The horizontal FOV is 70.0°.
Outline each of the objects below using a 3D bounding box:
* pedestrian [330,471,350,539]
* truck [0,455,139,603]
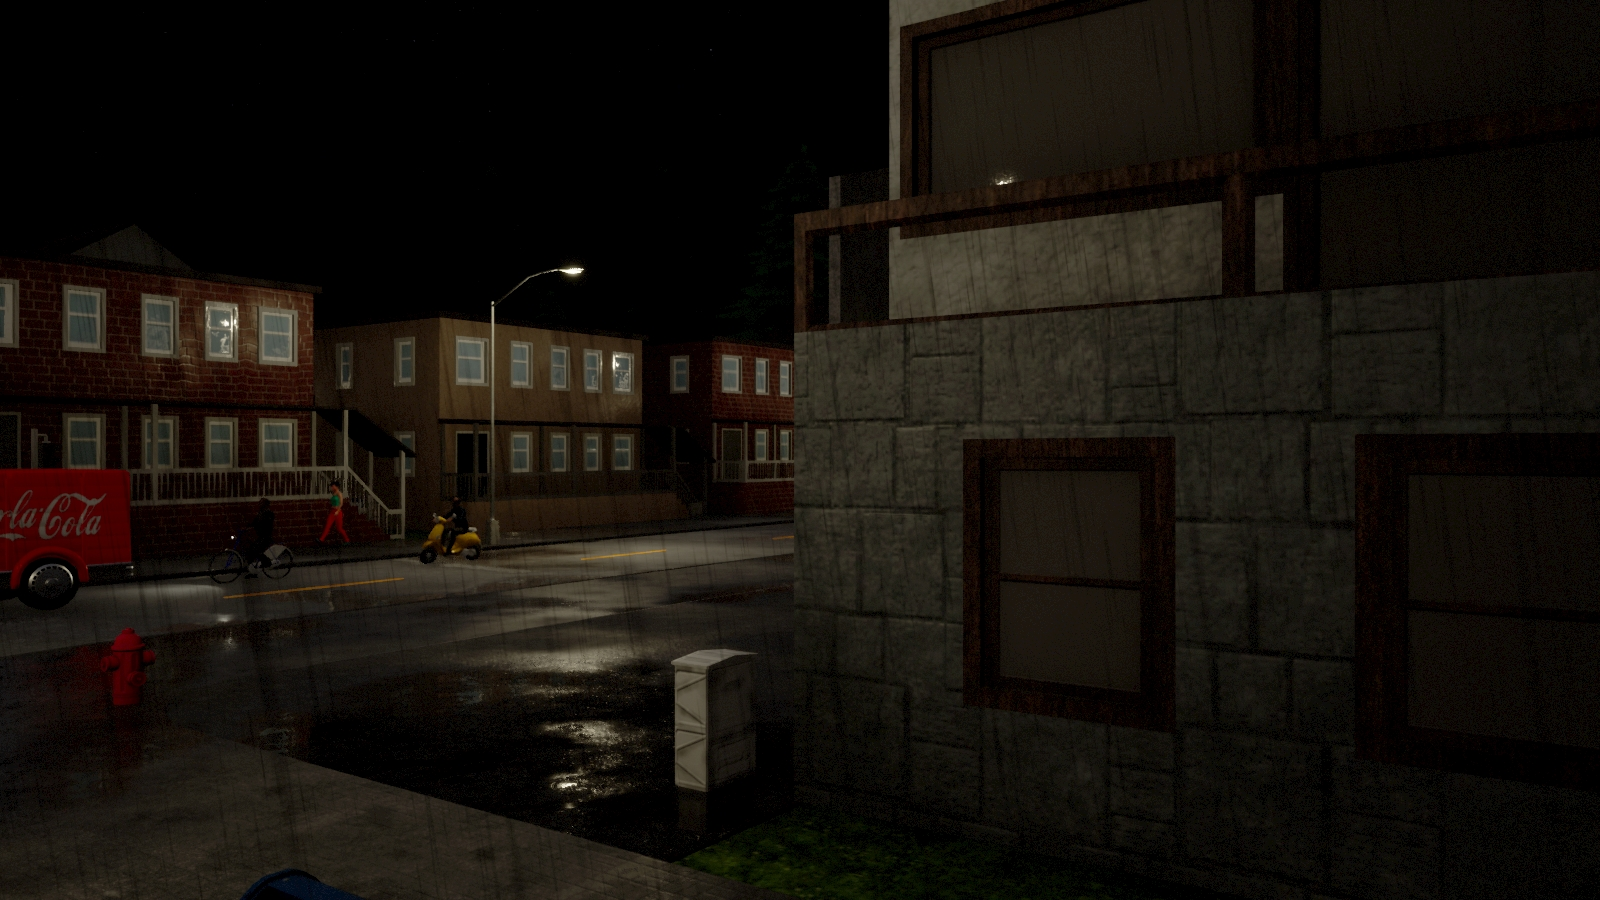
[{"bbox_3d":[-12.728,1.512,31.590,0.375,1.860,0.375,0,0,37],"label":"pedestrian"},{"bbox_3d":[-14.761,1.339,19.688,2.627,2.467,5.204,0,0,37],"label":"truck"}]
